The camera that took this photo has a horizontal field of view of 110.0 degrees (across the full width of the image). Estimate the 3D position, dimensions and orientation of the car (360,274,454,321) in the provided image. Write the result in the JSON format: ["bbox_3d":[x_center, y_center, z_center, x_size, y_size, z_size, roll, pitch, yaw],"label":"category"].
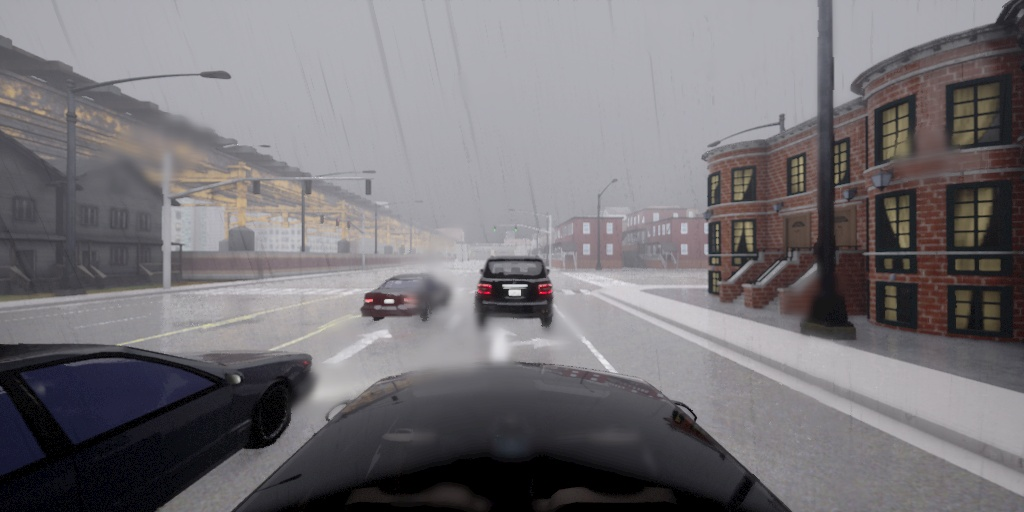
[{"bbox_3d":[-3.425,1.337,12.686,2.033,1.411,5.357,0,0,1],"label":"car"}]

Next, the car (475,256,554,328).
[{"bbox_3d":[0.087,1.010,11.702,2.150,2.045,5.566,0,0,0],"label":"car"}]

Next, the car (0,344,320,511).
[{"bbox_3d":[-3.392,1.299,2.153,2.033,1.411,5.357,0,0,0],"label":"car"}]
